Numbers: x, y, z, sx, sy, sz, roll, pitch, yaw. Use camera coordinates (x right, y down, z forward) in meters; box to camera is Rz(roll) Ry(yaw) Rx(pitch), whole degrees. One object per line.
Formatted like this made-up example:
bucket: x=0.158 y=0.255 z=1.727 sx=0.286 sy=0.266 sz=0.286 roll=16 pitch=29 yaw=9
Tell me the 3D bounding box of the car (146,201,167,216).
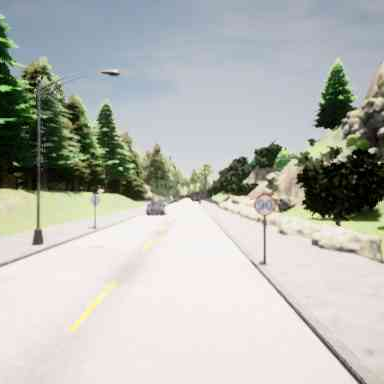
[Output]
car: x=-4.095 y=1.857 z=38.809 sx=2.097 sy=1.767 sz=4.553 roll=0 pitch=-1 yaw=0
